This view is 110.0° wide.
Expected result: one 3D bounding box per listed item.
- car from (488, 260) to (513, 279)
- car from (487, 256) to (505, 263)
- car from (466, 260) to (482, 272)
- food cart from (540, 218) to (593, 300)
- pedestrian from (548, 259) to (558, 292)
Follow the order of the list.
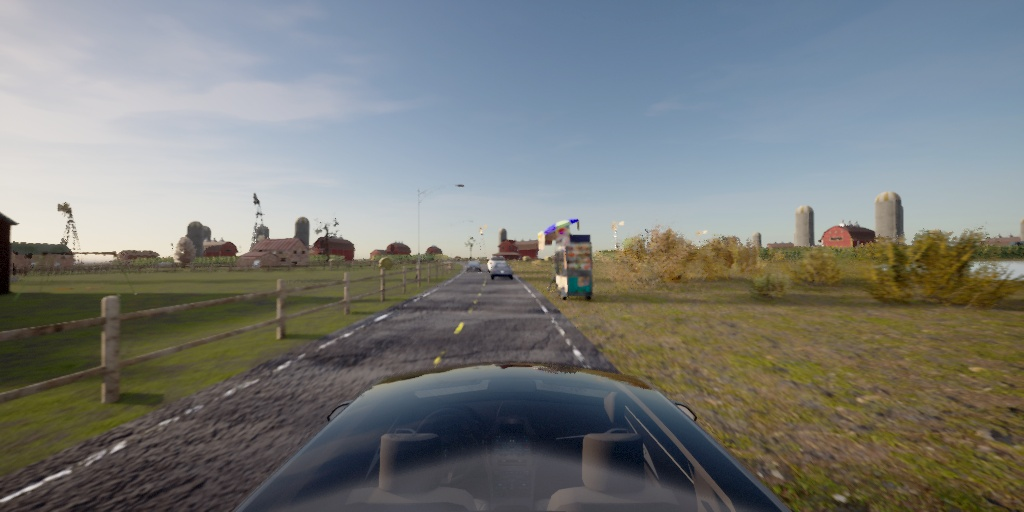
[{"bbox_3d":[-0.937,1.331,32.452,1.994,1.385,4.181,0,0,-4],"label":"car"},{"bbox_3d":[-1.955,1.013,45.694,2.150,2.045,5.566,0,0,-5],"label":"car"},{"bbox_3d":[-4.949,1.313,46.601,1.812,1.442,4.674,0,0,-5],"label":"car"},{"bbox_3d":[2.864,0.217,17.330,2.280,3.560,4.660,0,0,-2],"label":"food cart"},{"bbox_3d":[2.287,1.041,19.366,0.375,1.860,0.375,1,-1,0],"label":"pedestrian"}]
